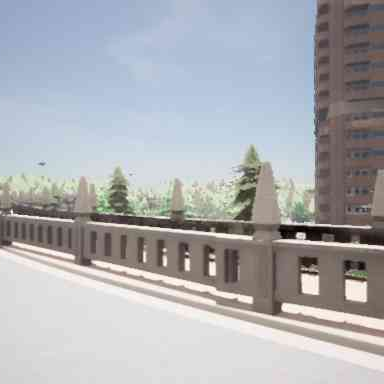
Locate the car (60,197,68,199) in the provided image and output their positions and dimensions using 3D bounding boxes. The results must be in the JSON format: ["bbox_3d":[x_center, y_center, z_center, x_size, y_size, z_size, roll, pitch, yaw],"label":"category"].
[{"bbox_3d":[-33.263,2.240,86.313,2.150,2.045,5.566,0,-1,11],"label":"car"}]
